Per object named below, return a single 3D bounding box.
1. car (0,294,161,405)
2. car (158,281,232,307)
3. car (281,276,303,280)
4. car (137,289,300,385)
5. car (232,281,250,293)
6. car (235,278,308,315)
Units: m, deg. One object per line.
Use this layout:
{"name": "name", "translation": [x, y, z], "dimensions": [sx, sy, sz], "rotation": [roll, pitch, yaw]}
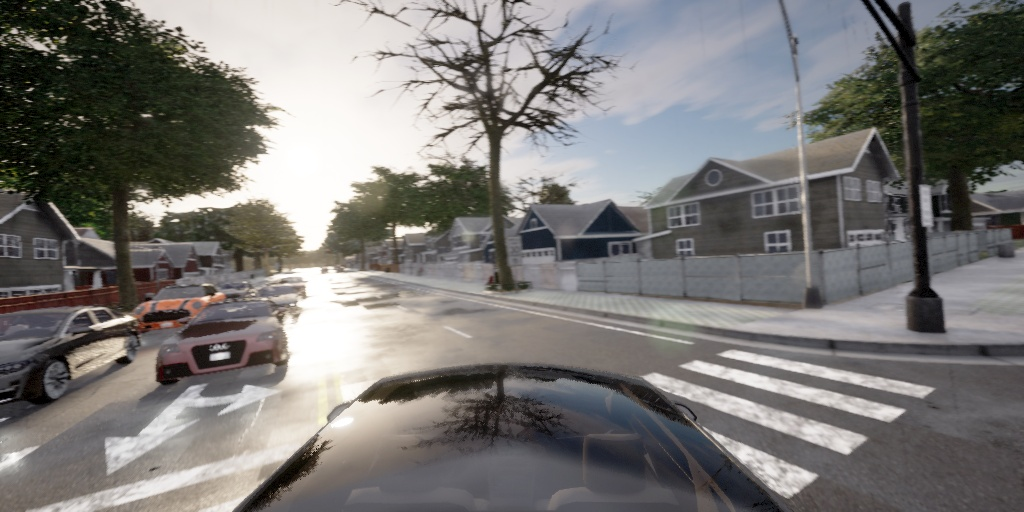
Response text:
{"name": "car", "translation": [-9.255, 1.809, 6.966], "dimensions": [2.128, 1.511, 4.902], "rotation": [-3, 0, -29]}
{"name": "car", "translation": [-13.607, 1.979, 14.944], "dimensions": [2.097, 1.767, 4.553], "rotation": [-3, 0, -29]}
{"name": "car", "translation": [-15.904, 2.234, 25.961], "dimensions": [1.882, 1.535, 5.008], "rotation": [-3, 0, -28]}
{"name": "car", "translation": [-6.255, 1.707, 8.255], "dimensions": [1.994, 1.385, 4.181], "rotation": [-3, 0, -29]}
{"name": "car", "translation": [-18.780, 2.467, 24.455], "dimensions": [2.033, 1.411, 5.357], "rotation": [-3, 0, -29]}
{"name": "car", "translation": [-10.673, 2.006, 16.365], "dimensions": [2.033, 1.411, 5.357], "rotation": [-3, 0, -28]}
